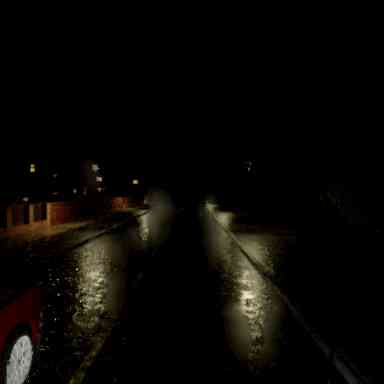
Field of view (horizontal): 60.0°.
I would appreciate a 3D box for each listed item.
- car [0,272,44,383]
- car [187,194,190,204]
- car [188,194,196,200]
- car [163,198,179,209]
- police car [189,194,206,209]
[{"bbox_3d":[-2.851,1.476,2.277,1.882,1.535,5.008,0,0,0],"label":"car"},{"bbox_3d":[-0.017,1.468,63.711,2.033,1.411,5.357,0,0,0],"label":"car"},{"bbox_3d":[-0.020,1.207,79.722,1.837,1.490,4.892,0,0,0],"label":"car"},{"bbox_3d":[-2.846,1.514,45.471,1.994,1.385,4.181,0,0,0],"label":"car"},{"bbox_3d":[0.949,1.373,45.397,1.930,1.638,5.238,0,0,0],"label":"police car"}]
